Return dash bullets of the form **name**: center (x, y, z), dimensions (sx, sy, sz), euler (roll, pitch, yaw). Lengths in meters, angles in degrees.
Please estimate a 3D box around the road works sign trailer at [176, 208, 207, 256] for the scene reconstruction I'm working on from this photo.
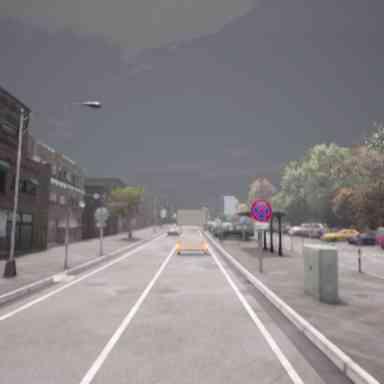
- **road works sign trailer**: center (-0.003, 3.034, 25.830), dimensions (2.380, 3.560, 2.880), euler (0, -5, 1)

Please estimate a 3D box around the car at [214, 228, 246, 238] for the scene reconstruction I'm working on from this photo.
- **car**: center (5.719, 6.226, 50.972), dimensions (4.674, 1.452, 2.002), euler (0, -5, 0)

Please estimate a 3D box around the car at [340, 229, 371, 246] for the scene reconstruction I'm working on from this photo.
- **car**: center (18.792, 4.891, 35.210), dimensions (4.792, 1.488, 2.163), euler (0, -5, 0)

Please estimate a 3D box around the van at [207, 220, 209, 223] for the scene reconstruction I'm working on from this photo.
- **van**: center (5.797, 7.790, 73.356), dimensions (4.442, 1.987, 1.878), euler (0, -5, 0)

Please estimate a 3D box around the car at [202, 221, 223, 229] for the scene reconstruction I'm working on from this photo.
- **car**: center (5.621, 9.257, 92.922), dimensions (5.566, 2.045, 2.435), euler (0, -4, 0)

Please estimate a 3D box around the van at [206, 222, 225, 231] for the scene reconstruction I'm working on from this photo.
- **van**: center (5.784, 8.430, 81.739), dimensions (4.442, 1.987, 1.878), euler (0, -4, 0)

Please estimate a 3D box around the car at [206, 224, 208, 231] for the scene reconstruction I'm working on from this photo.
- **car**: center (5.723, 7.380, 64.943), dimensions (4.792, 1.488, 2.163), euler (0, -5, 0)

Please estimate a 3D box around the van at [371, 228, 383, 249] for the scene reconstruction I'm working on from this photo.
- **van**: center (18.946, 4.171, 29.701), dimensions (4.442, 1.987, 1.878), euler (0, -5, 0)

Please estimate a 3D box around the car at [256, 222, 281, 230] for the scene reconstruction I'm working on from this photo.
- **car**: center (18.775, 8.447, 82.269), dimensions (5.566, 2.045, 2.435), euler (0, -4, 0)

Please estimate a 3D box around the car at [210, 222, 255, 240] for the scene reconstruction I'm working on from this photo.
- **car**: center (5.697, 5.465, 45.409), dimensions (5.566, 2.045, 2.435), euler (0, -5, 0)

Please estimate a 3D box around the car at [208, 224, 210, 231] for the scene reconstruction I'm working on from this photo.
- **car**: center (5.702, 6.656, 56.562), dimensions (5.008, 1.535, 2.097), euler (0, -5, 0)

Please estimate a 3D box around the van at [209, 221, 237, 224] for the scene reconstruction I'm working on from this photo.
- **van**: center (5.586, 6.666, 59.378), dimensions (4.442, 1.987, 1.878), euler (0, -5, 0)

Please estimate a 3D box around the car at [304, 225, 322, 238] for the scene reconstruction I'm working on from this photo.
- **car**: center (18.810, 5.794, 46.276), dimensions (4.892, 1.521, 2.231), euler (0, -5, 0)

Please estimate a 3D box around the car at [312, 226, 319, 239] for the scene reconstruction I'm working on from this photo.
- **car**: center (18.837, 5.589, 43.508), dimensions (4.792, 1.488, 2.163), euler (0, -5, 0)

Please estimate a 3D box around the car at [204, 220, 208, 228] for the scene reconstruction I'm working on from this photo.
- **car**: center (5.648, 7.978, 76.150), dimensions (5.566, 2.045, 2.435), euler (0, -4, 0)

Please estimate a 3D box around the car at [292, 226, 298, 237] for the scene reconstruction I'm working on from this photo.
- **car**: center (18.799, 6.258, 51.808), dimensions (5.008, 1.535, 2.097), euler (0, -5, 0)

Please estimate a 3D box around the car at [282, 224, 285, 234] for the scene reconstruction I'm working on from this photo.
- **car**: center (18.779, 6.725, 57.338), dimensions (4.892, 1.521, 2.231), euler (0, -5, 0)

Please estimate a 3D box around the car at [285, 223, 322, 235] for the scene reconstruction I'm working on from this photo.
- **car**: center (18.761, 6.241, 54.595), dimensions (5.566, 2.045, 2.435), euler (0, -5, 0)

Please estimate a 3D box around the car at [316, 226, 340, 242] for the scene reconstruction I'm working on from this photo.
- **car**: center (18.626, 5.324, 40.745), dimensions (5.366, 1.575, 1.946), euler (0, -5, 0)

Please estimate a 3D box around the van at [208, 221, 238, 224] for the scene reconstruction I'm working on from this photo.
- **van**: center (5.815, 6.896, 62.171), dimensions (4.442, 1.987, 1.878), euler (0, -5, 0)

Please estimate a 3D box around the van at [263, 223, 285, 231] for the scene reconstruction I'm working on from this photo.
- **van**: center (18.871, 8.050, 76.732), dimensions (4.442, 1.987, 1.878), euler (0, -4, 0)

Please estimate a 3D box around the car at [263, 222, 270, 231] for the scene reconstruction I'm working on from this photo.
- **car**: center (18.735, 7.597, 71.197), dimensions (5.566, 2.045, 2.435), euler (0, -5, 0)

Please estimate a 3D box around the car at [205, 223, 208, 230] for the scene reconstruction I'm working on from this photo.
- **car**: center (5.691, 7.796, 70.539), dimensions (4.892, 1.521, 2.231), euler (0, -5, 0)

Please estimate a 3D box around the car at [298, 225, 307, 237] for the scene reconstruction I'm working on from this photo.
- **car**: center (18.804, 6.025, 49.042), dimensions (5.008, 1.535, 2.097), euler (0, -5, 0)

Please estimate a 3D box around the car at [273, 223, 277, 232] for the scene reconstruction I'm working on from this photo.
- **car**: center (18.743, 7.440, 65.635), dimensions (4.792, 1.488, 2.163), euler (0, -5, 0)

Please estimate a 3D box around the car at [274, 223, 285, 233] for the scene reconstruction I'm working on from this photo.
- **car**: center (18.961, 7.180, 62.875), dimensions (5.366, 1.575, 1.946), euler (0, -5, 0)

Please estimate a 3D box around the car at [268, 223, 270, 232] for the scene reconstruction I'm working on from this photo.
- **car**: center (18.797, 7.659, 68.409), dimensions (4.792, 1.488, 2.163), euler (0, -4, 0)

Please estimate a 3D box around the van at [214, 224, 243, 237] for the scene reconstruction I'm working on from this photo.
- **van**: center (5.828, 6.196, 53.788), dimensions (4.442, 1.987, 1.878), euler (0, -5, 0)

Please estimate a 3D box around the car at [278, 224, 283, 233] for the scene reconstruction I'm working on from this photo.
- **car**: center (18.776, 6.955, 60.107), dimensions (5.008, 1.535, 2.097), euler (0, -5, 0)

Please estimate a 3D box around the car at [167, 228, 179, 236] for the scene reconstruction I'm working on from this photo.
- **car**: center (-3.310, 6.843, 57.668), dimensions (1.895, 1.301, 4.718), euler (0, -5, 1)

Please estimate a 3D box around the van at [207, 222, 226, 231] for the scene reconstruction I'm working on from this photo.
- **van**: center (5.788, 8.217, 78.944), dimensions (4.442, 1.987, 1.878), euler (0, -4, 0)
